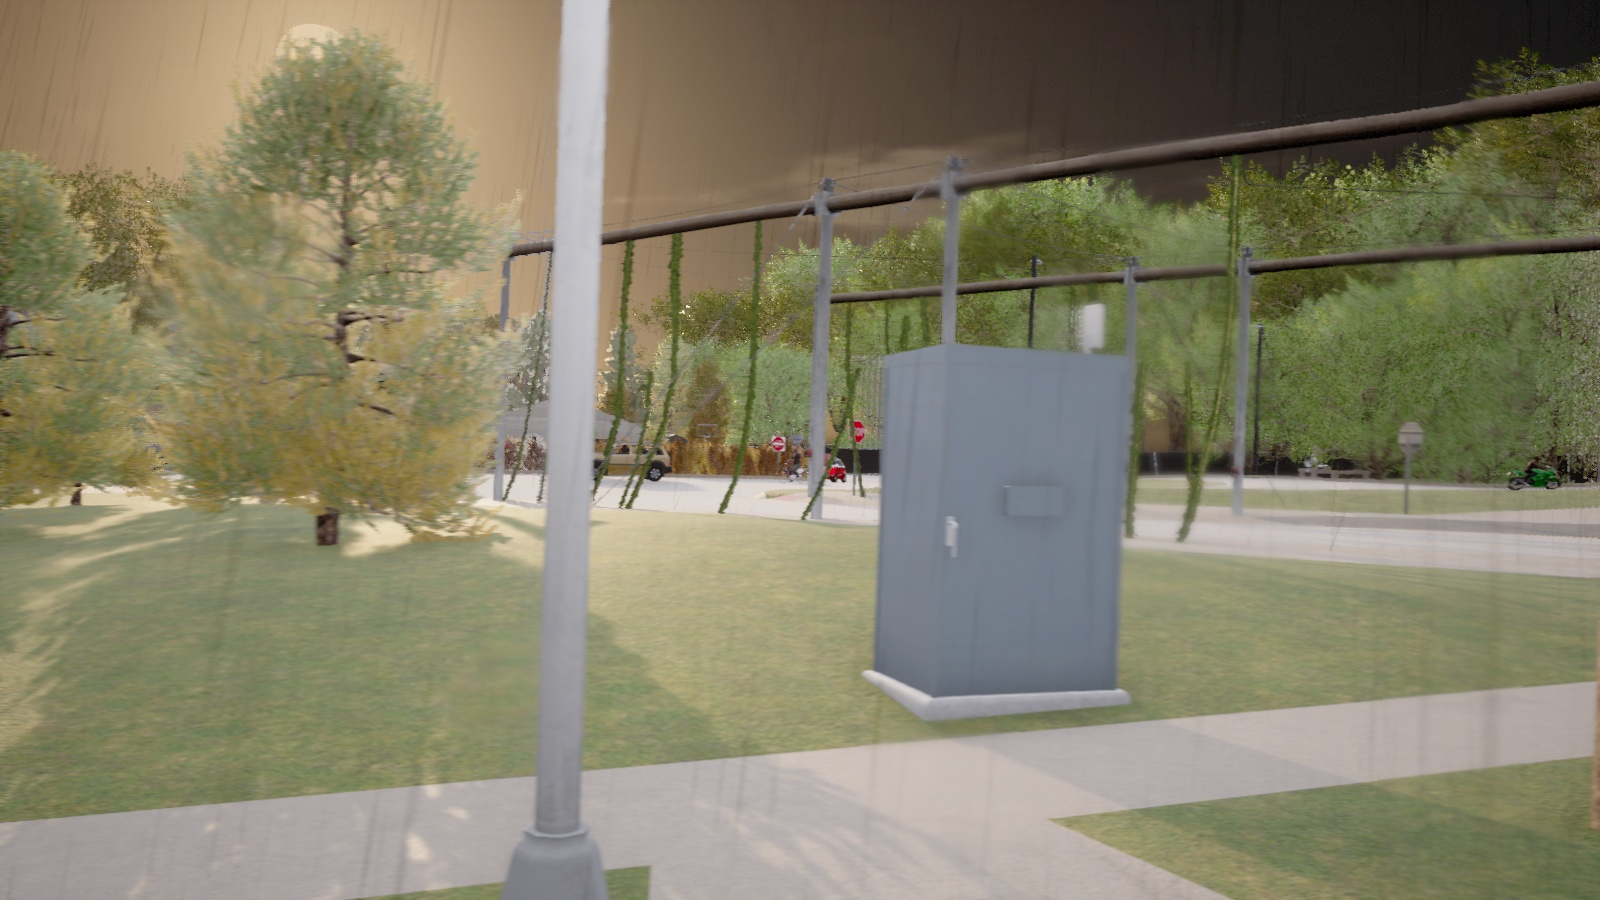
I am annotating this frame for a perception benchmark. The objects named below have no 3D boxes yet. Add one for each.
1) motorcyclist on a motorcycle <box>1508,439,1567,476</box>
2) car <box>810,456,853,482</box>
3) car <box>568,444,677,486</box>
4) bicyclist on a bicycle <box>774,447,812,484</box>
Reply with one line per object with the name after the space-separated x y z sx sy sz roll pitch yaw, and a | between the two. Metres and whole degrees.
31.763 0.334 54.106 2.044 1.523 0.797 -2 0 20 | motorcyclist on a motorcycle
1.754 1.070 69.706 1.481 1.376 2.207 0 -2 29 | car
-8.134 0.660 57.428 4.605 1.855 1.932 0 1 -21 | car
-0.329 0.771 61.451 1.843 1.776 0.659 0 0 -40 | bicyclist on a bicycle
